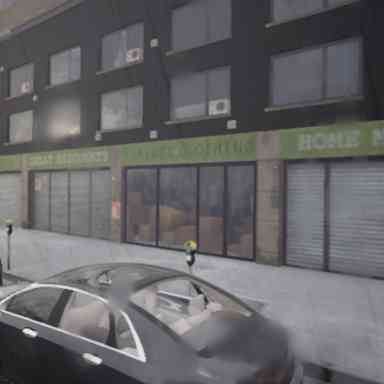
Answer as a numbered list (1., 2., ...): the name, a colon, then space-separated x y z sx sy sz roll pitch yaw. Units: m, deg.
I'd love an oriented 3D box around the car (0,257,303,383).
1. car: -1.055 1.505 3.770 4.403 1.369 2.008 1 1 34
